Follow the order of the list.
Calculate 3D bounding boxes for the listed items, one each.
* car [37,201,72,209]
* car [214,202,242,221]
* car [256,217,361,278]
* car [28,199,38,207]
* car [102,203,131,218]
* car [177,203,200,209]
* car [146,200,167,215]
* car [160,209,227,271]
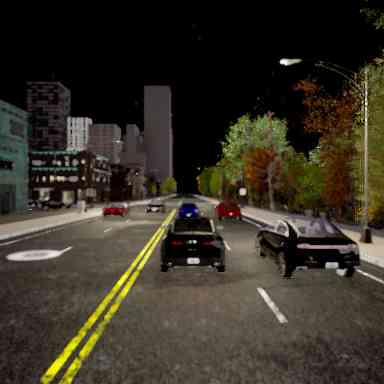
[{"bbox_3d":[-20.702,1.990,50.871,4.313,1.339,1.947,-1,1,-1],"label":"car"},{"bbox_3d":[2.982,1.572,28.321,1.882,1.535,5.008,0,0,-1],"label":"car"},{"bbox_3d":[3.263,1.525,10.251,2.128,1.511,4.902,0,0,-1],"label":"car"},{"bbox_3d":[-29.176,2.016,59.243,4.403,1.369,2.008,-1,1,-1],"label":"car"},{"bbox_3d":[-7.004,1.707,31.267,1.895,1.301,4.718,0,0,-1],"label":"car"},{"bbox_3d":[-0.264,1.619,28.009,1.812,1.442,4.674,0,0,-1],"label":"car"},{"bbox_3d":[-3.810,1.615,36.104,2.128,1.511,4.902,0,0,-1],"label":"car"},{"bbox_3d":[0.002,1.542,11.025,1.837,1.490,4.892,0,0,-1],"label":"car"}]
